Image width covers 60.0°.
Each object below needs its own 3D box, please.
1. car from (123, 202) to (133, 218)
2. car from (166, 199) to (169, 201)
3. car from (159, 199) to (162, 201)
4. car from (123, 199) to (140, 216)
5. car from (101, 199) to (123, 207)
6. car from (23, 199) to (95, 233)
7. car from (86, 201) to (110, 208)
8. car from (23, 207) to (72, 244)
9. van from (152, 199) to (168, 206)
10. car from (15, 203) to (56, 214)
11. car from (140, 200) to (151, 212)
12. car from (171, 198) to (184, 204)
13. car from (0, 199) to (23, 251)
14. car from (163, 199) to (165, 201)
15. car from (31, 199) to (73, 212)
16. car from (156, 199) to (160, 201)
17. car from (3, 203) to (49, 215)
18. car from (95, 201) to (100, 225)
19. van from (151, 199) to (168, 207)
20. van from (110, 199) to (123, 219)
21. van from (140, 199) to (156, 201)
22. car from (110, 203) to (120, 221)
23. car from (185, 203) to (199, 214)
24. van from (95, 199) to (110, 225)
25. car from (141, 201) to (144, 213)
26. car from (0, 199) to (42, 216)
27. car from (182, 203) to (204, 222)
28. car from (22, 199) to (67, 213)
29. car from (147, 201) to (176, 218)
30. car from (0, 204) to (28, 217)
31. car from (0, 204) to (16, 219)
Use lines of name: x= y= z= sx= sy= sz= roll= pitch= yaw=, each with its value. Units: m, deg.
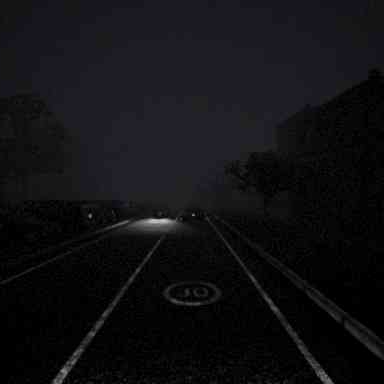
car: x=-8.826 y=1.978 z=33.014 sx=5.008 sy=1.535 sz=2.097 roll=0 pitch=-1 yaw=0
car: x=-8.830 y=2.676 z=77.859 sx=5.566 sy=2.045 sz=2.435 roll=0 pitch=-1 yaw=0
car: x=-8.845 y=2.620 z=63.841 sx=5.008 sy=1.535 sz=2.097 roll=0 pitch=-1 yaw=0
car: x=-8.861 y=1.779 z=35.822 sx=5.566 sy=2.045 sz=2.435 roll=0 pitch=-1 yaw=0
car: x=-21.975 y=2.974 z=91.356 sx=5.566 sy=2.045 sz=2.435 roll=0 pitch=-1 yaw=0
car: x=-8.859 y=1.468 z=19.006 sx=5.566 sy=2.045 sz=2.435 roll=0 pitch=-1 yaw=0
car: x=-21.944 y=2.921 z=77.474 sx=4.892 sy=1.521 sz=2.231 roll=0 pitch=-1 yaw=0
car: x=-8.838 y=1.671 z=16.197 sx=4.892 sy=1.521 sz=2.231 roll=0 pitch=-1 yaw=0
van: x=-8.985 y=3.071 z=94.674 sx=4.442 sy=1.987 sz=1.878 roll=0 pitch=-1 yaw=0
car: x=-21.916 y=2.286 z=46.688 sx=4.674 sy=1.452 sz=2.002 roll=0 pitch=-1 yaw=0
car: x=-8.834 y=2.252 z=47.028 sx=5.008 sy=1.535 sz=2.097 roll=0 pitch=-1 yaw=0
car: x=-3.191 y=2.407 z=78.344 sx=2.150 sy=2.045 sz=5.566 roll=0 pitch=-1 yaw=0
car: x=-8.867 y=1.334 z=10.597 sx=5.566 sy=2.045 sz=2.435 roll=0 pitch=-1 yaw=0
car: x=-8.824 y=2.679 z=72.251 sx=4.553 sy=1.767 sz=2.185 roll=0 pitch=-1 yaw=0
car: x=-21.894 y=2.115 z=52.262 sx=5.566 sy=2.045 sz=2.435 roll=0 pitch=-1 yaw=0
car: x=-8.819 y=2.588 z=61.037 sx=4.792 sy=1.488 sz=2.163 roll=0 pitch=-1 yaw=0
car: x=-21.912 y=2.191 z=44.028 sx=5.008 sy=1.535 sz=2.097 roll=0 pitch=-1 yaw=0
car: x=-8.797 y=1.642 z=21.804 sx=4.553 sy=1.767 sz=2.185 roll=0 pitch=-1 yaw=0
van: x=-8.984 y=3.010 z=91.871 sx=4.442 sy=1.987 sz=1.878 roll=0 pitch=-1 yaw=0
van: x=-8.946 y=1.700 z=30.215 sx=4.442 sy=1.987 sz=1.878 roll=0 pitch=-1 yaw=0
van: x=-8.728 y=2.209 z=55.438 sx=4.442 sy=1.987 sz=1.878 roll=0 pitch=-1 yaw=0
car: x=-8.823 y=1.874 z=27.409 sx=4.892 sy=1.521 sz=2.231 roll=0 pitch=-1 yaw=0
car: x=0.061 y=2.295 z=46.328 sx=1.812 sy=1.442 sz=4.674 roll=0 pitch=-1 yaw=1
van: x=-8.712 y=1.595 z=24.609 sx=4.442 sy=1.987 sz=1.878 roll=0 pitch=-1 yaw=0
car: x=-8.807 y=2.167 z=41.421 sx=4.792 sy=1.488 sz=2.163 roll=0 pitch=-1 yaw=0
car: x=-21.888 y=1.884 z=41.247 sx=5.566 sy=2.045 sz=2.435 roll=0 pitch=-1 yaw=0
car: x=0.118 y=2.041 z=31.214 sx=1.994 sy=1.385 sz=4.181 roll=0 pitch=-1 yaw=0
car: x=-21.892 y=2.057 z=49.601 sx=5.566 sy=2.045 sz=2.435 roll=0 pitch=-1 yaw=0
car: x=-3.317 y=2.076 z=36.942 sx=2.128 sy=1.511 sz=4.902 roll=0 pitch=-1 yaw=0
car: x=-21.943 y=2.110 z=38.459 sx=4.792 sy=1.488 sz=2.163 roll=0 pitch=-1 yaw=0
car: x=-21.883 y=2.058 z=35.675 sx=4.792 sy=1.488 sz=2.163 roll=0 pitch=-1 yaw=0
